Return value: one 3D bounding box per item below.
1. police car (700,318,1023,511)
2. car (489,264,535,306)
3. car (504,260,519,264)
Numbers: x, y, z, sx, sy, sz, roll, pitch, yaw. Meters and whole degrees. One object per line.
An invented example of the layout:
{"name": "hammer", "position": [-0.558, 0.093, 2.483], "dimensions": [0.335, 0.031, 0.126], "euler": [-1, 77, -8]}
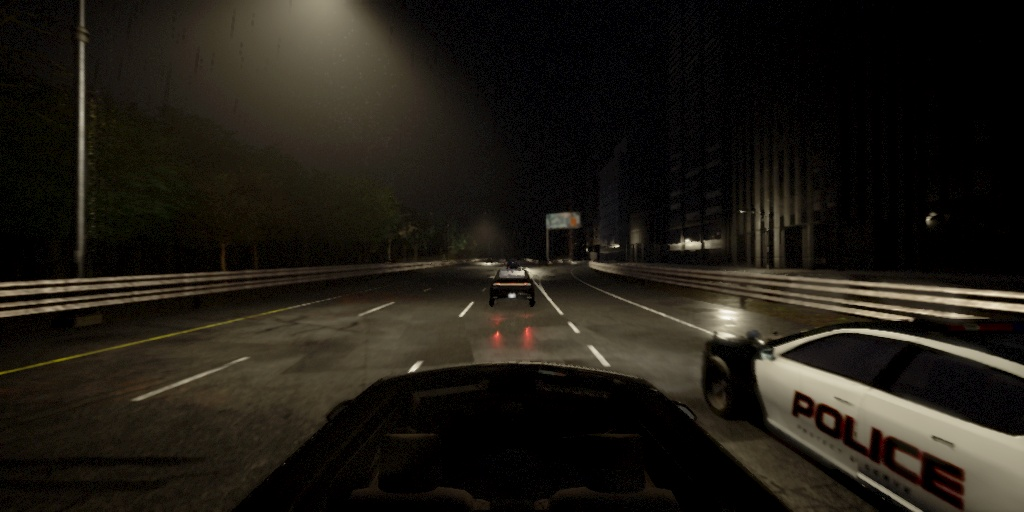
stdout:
{"name": "police car", "position": [3.499, 1.262, 2.992], "dimensions": [2.038, 1.542, 4.974], "euler": [0, 0, 0]}
{"name": "car", "position": [0.010, 1.303, 16.062], "dimensions": [2.128, 1.511, 4.902], "euler": [0, 0, 0]}
{"name": "car", "position": [0.195, 1.547, 48.019], "dimensions": [1.895, 1.301, 4.718], "euler": [0, 0, 0]}
